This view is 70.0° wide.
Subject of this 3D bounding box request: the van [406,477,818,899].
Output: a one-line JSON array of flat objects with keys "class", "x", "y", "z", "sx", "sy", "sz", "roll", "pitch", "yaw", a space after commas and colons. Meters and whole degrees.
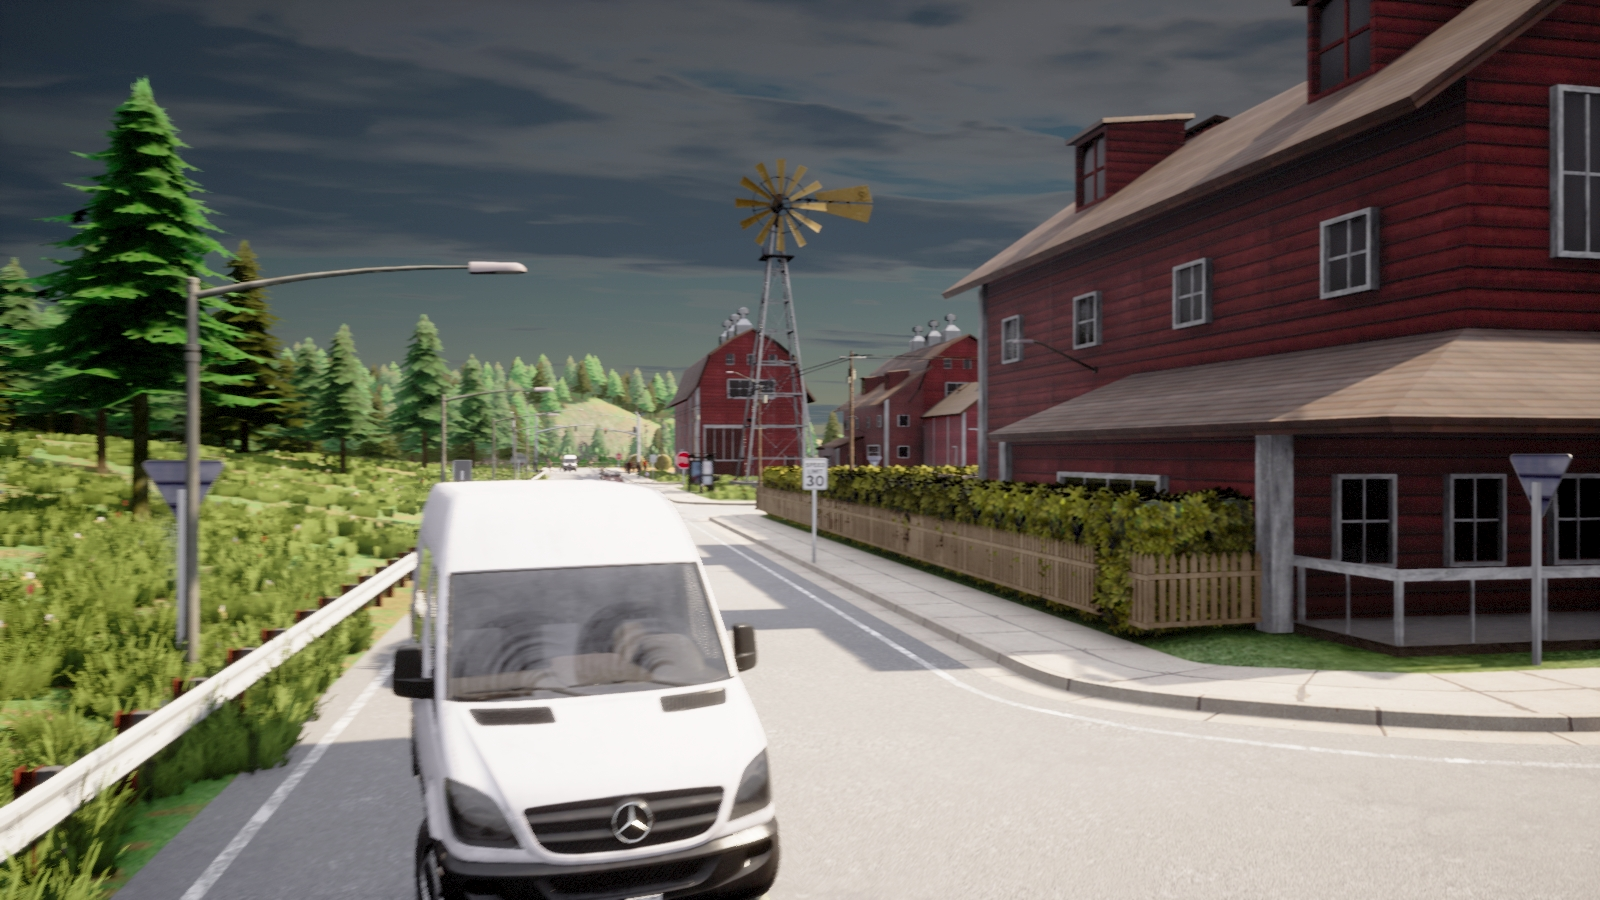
[{"class": "van", "x": -1.871, "y": 1.547, "z": 8.723, "sx": 1.988, "sy": 2.561, "sz": 5.915, "roll": -1, "pitch": 0, "yaw": -20}]
